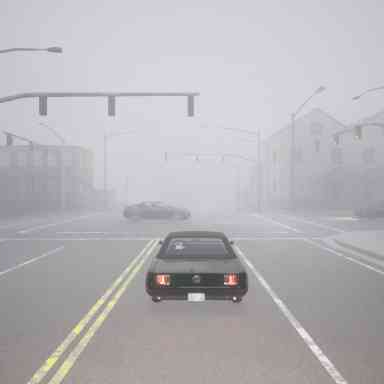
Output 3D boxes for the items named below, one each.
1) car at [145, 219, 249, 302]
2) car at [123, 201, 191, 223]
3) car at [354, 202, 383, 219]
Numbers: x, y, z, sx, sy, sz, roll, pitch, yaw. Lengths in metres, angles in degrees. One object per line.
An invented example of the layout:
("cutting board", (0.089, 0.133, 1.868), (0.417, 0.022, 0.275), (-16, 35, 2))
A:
("car", (0.104, 1.601, 8.193), (1.895, 1.301, 4.718), (0, 0, 0))
("car", (-2.558, 1.445, 24.247), (4.902, 1.511, 2.128), (0, 0, -1))
("car", (16.034, 1.564, 28.154), (4.181, 1.385, 1.994), (0, 0, 0))
